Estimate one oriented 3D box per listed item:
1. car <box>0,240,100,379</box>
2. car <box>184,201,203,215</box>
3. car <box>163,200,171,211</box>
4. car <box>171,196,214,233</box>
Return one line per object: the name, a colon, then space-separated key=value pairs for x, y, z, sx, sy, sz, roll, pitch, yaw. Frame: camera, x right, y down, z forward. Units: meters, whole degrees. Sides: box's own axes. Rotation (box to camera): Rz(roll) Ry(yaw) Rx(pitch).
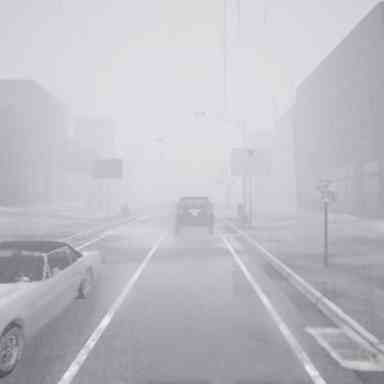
car: x=-3.089 y=1.579 z=5.581 sx=1.895 sy=1.301 sz=4.718 roll=0 pitch=0 yaw=0
car: x=0.165 y=1.779 z=38.426 sx=2.128 sy=1.511 sz=4.902 roll=0 pitch=-1 yaw=0
car: x=-2.990 y=1.914 z=48.374 sx=1.837 sy=1.490 sz=4.892 roll=0 pitch=-1 yaw=0
car: x=0.126 y=1.241 z=19.855 sx=2.150 sy=2.045 sz=5.566 roll=0 pitch=0 yaw=0
